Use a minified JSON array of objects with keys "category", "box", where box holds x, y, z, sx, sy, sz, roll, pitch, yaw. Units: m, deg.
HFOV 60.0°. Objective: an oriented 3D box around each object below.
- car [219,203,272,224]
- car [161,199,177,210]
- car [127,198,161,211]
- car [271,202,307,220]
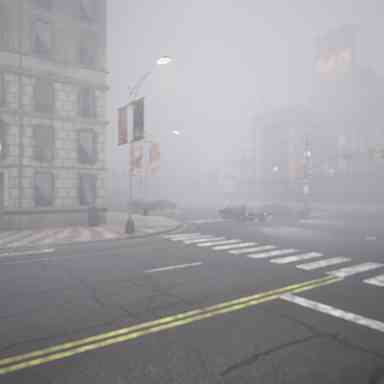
[{"category":"car","box":[3.741,1.607,24.936,1.895,1.301,4.718,0,0,-18]},{"category":"car","box":[-3.674,1.571,43.233,1.994,1.385,4.181,0,0,-36]},{"category":"car","box":[-6.216,1.484,40.774,1.882,1.535,5.008,0,0,-36]},{"category":"car","box":[7.536,1.572,28.243,1.994,1.385,4.181,0,0,-40]}]
